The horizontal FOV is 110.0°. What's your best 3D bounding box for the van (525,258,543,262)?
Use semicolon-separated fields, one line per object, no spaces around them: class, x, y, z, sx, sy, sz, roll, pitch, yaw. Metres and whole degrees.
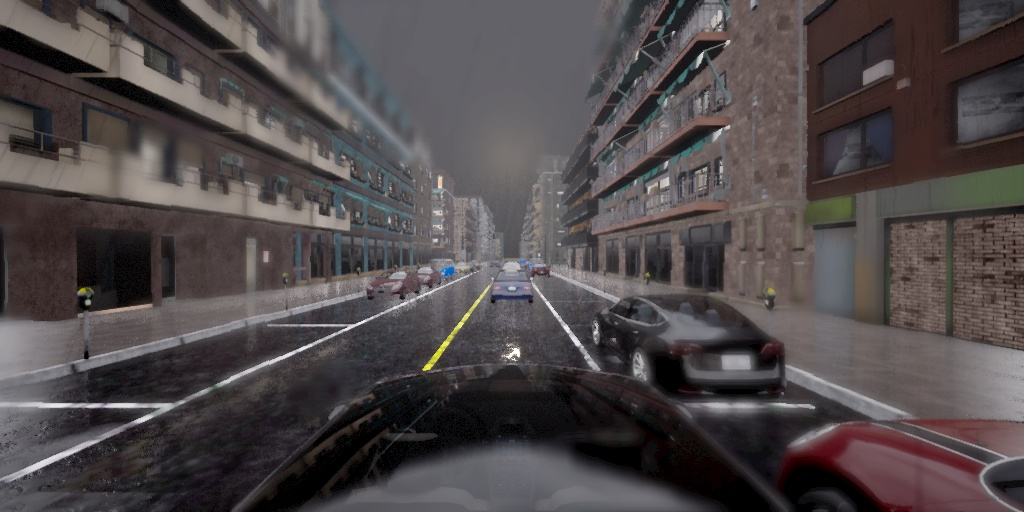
van;2.690;1.120;40.309;1.690;1.789;3.998;0;0;0

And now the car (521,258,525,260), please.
car;2.798;1.398;57.290;1.802;1.307;4.207;0;0;0

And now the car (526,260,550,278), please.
car;2.690;1.315;34.649;1.888;1.381;4.507;0;0;0

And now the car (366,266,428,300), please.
car;-5.690;1.333;17.691;1.802;1.307;4.207;0;0;0

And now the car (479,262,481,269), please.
car;-5.733;1.246;53.509;1.967;1.591;4.097;0;0;0

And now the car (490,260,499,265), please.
car;-2.999;1.441;64.504;2.033;1.411;5.357;0;0;0

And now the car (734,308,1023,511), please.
car;2.690;1.187;0.681;1.967;1.591;4.097;0;0;0

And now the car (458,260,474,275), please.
car;-5.690;1.305;40.166;1.751;1.417;4.829;0;0;0

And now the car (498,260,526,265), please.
car;0.000;1.300;31.502;1.812;1.442;4.674;0;0;0

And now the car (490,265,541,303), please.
car;0.000;1.315;16.500;2.033;1.411;5.357;0;0;0

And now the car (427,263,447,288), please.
car;-5.691;1.338;23.352;1.802;1.307;4.207;0;0;0

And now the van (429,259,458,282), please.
van;-5.691;1.103;29.014;1.690;1.789;3.998;0;0;0

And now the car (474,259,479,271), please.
car;-5.690;1.355;45.998;1.948;1.339;4.313;0;0;0

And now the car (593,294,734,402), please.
car;2.690;1.312;6.340;1.948;1.339;4.313;0;0;0
